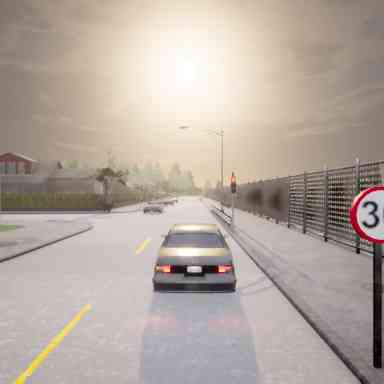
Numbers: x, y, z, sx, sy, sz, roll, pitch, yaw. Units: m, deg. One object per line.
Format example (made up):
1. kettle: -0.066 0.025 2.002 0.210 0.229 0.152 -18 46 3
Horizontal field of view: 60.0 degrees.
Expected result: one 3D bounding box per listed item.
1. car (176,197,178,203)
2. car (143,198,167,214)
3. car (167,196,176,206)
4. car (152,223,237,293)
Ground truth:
1. car: -3.871 1.547 69.298 2.033 1.411 5.357 0 0 0
2. car: -4.035 1.601 35.401 1.895 1.301 4.718 0 0 0
3. car: -3.992 1.564 52.921 1.994 1.385 4.181 0 0 0
4. car: 0.070 1.547 8.967 2.033 1.411 5.357 0 0 1
